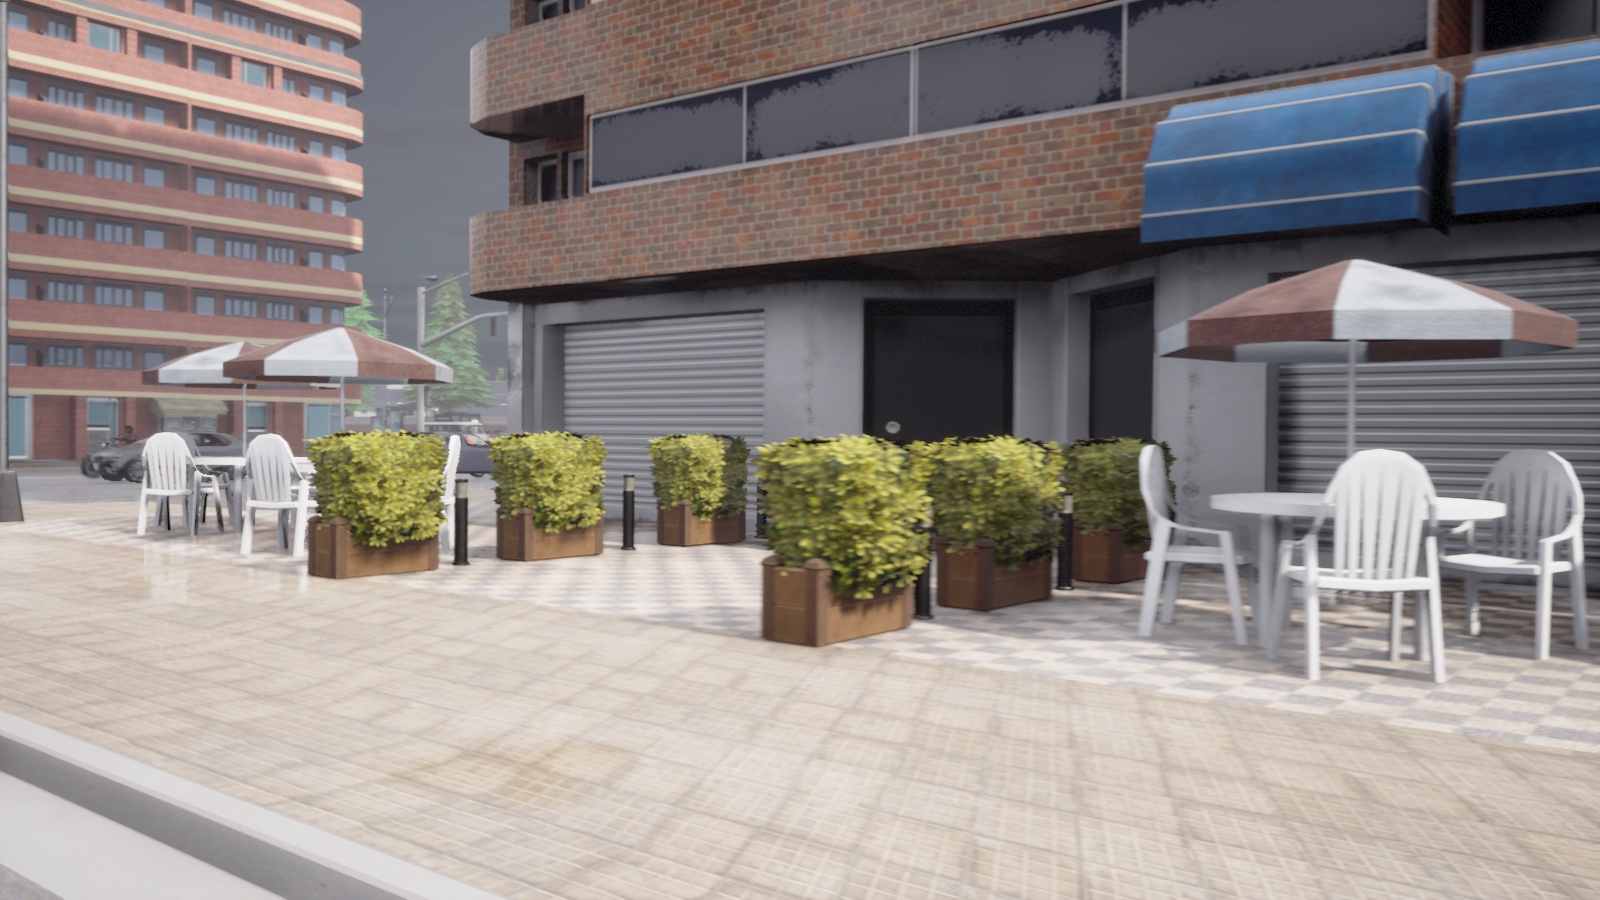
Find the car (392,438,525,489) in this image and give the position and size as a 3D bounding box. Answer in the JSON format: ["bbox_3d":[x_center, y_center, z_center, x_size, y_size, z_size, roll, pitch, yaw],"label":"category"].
[{"bbox_3d":[-10.668,0.383,39.408,1.845,1.501,3.633,0,1,38],"label":"car"}]

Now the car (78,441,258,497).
[{"bbox_3d":[-17.952,0.491,35.840,1.816,1.474,4.193,0,1,38],"label":"car"}]

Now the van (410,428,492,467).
[{"bbox_3d":[-17.990,-0.142,64.654,4.442,1.987,1.775,0,1,38],"label":"van"}]

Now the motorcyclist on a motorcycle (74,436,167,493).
[{"bbox_3d":[-20.613,0.421,38.118,0.766,1.649,2.350,0,1,38],"label":"motorcyclist on a motorcycle"}]
